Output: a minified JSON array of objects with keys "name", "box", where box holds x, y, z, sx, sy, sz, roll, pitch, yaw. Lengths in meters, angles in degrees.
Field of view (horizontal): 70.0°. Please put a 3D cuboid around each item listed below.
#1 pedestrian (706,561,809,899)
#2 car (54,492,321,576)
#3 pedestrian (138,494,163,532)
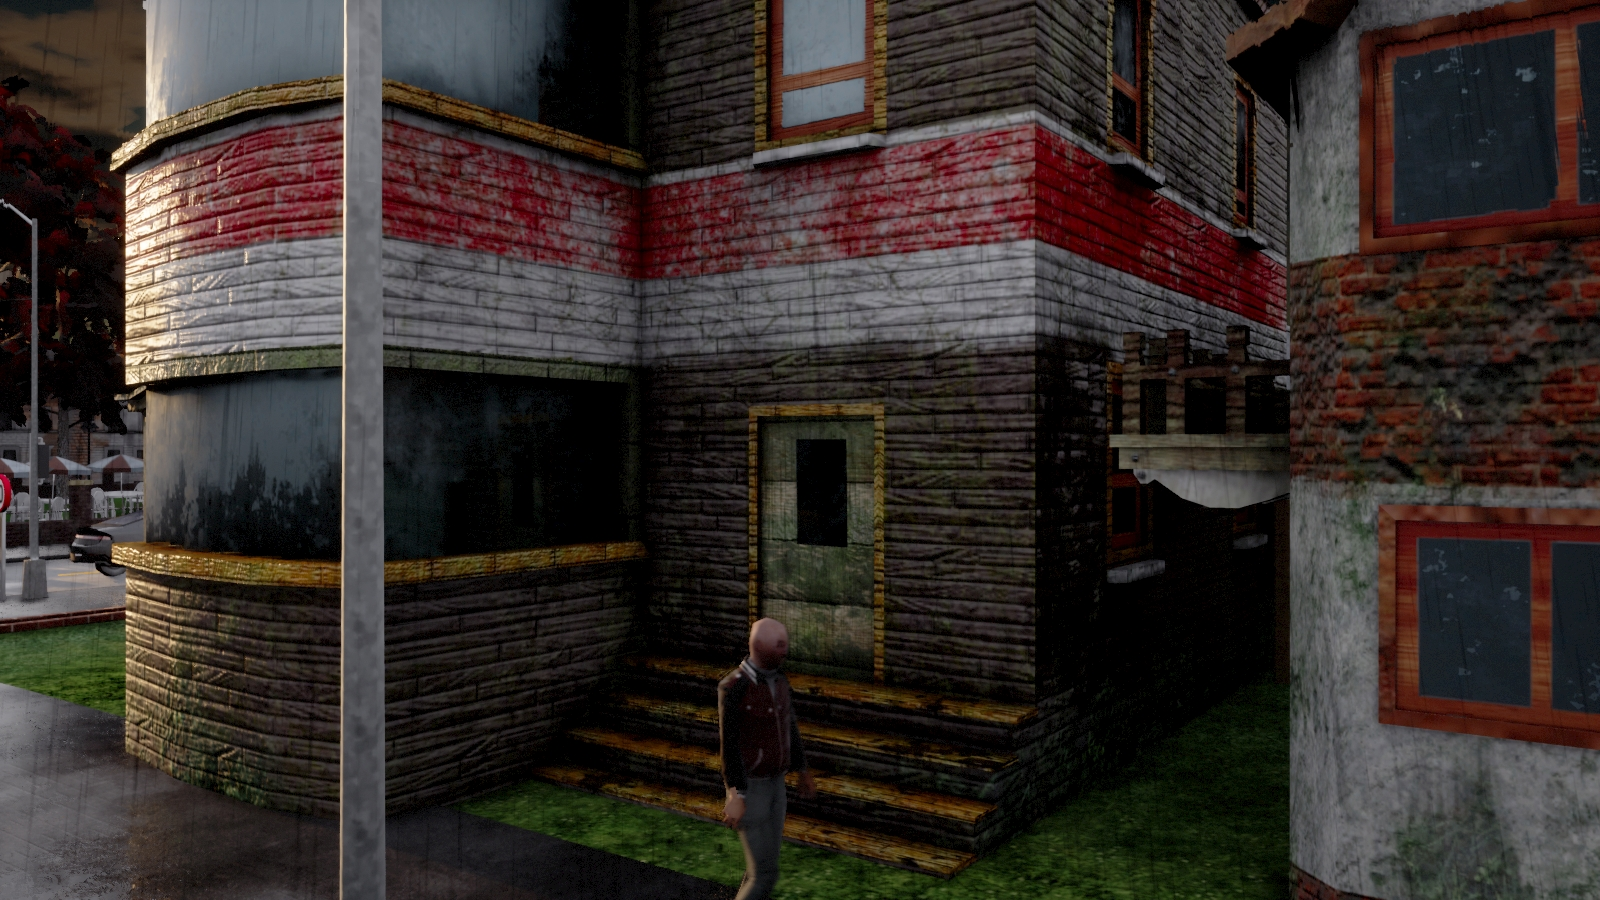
[{"name":"pedestrian","box":[-0.215,1.522,5.835,0.375,1.860,0.375,0,0,33]},{"name":"car","box":[-13.748,1.817,25.958,2.128,1.511,4.902,0,0,34]},{"name":"pedestrian","box":[-19.420,1.882,34.157,0.500,1.100,0.500,0,0,35]}]
